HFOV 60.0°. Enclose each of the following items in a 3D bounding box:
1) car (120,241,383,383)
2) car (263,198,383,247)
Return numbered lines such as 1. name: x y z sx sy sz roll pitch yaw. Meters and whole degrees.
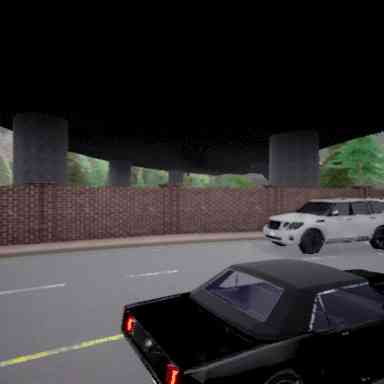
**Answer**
1. car: 1.604 1.610 4.399 4.718 1.301 1.895 0 0 -27
2. car: 5.709 1.256 13.594 5.566 2.045 2.150 0 0 -18
